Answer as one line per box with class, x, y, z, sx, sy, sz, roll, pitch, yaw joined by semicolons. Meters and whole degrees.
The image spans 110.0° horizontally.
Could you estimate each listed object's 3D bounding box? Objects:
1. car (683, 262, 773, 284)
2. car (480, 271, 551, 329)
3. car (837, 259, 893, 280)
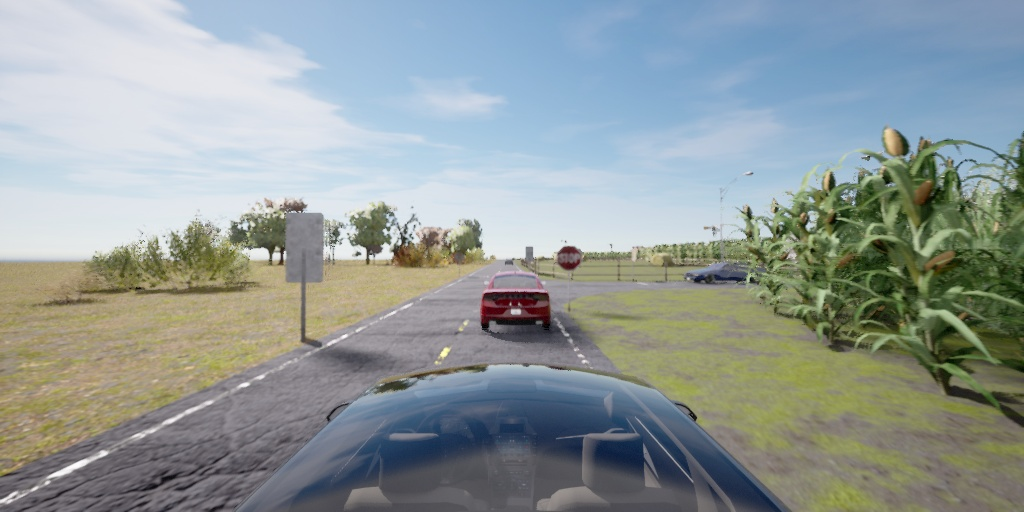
car;14.710;1.134;24.536;5.357;1.411;2.033;-1;-1;-1
car;0.096;1.214;11.277;1.882;1.535;5.008;0;0;0
car;24.845;0.842;24.699;4.553;1.767;2.097;-1;-1;-1
